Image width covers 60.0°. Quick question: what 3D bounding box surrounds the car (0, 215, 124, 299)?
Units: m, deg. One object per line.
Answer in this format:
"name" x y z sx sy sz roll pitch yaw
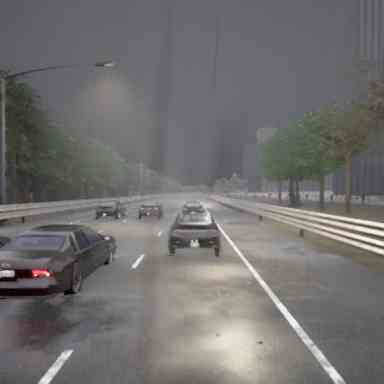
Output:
"car" -3.416 1.561 8.671 2.033 1.411 5.357 0 0 0

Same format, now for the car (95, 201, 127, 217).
"car" -6.907 1.537 28.718 1.837 1.490 4.892 0 0 0

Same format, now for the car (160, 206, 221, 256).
"car" 0.093 1.510 13.300 2.128 1.511 4.902 0 0 0

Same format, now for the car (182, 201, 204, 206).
"car" 0.094 1.559 29.542 1.812 1.442 4.674 0 0 0

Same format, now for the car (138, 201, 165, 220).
"car" -3.408 1.524 28.568 2.128 1.511 4.902 0 0 0
